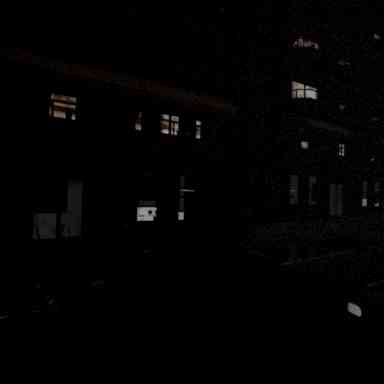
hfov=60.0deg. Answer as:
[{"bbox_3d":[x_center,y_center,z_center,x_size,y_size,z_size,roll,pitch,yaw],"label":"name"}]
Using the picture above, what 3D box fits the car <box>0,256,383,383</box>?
[{"bbox_3d":[0.522,1.478,3.651,5.008,1.535,1.882,0,0,-35],"label":"car"}]
